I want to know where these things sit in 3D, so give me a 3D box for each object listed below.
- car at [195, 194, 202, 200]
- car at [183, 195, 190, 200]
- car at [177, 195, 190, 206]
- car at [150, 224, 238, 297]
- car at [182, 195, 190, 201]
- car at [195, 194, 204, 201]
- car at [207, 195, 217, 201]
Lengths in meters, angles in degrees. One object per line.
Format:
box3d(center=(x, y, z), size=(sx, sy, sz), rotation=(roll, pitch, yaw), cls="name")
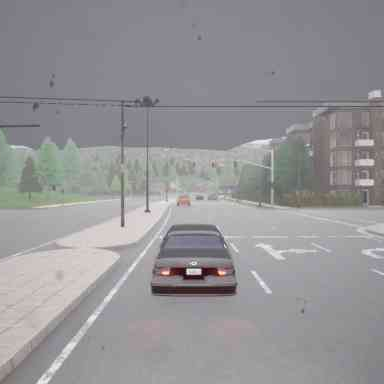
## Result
box3d(center=(1.943, 1.472, 95.625), size=(1.837, 1.490, 4.892), rotation=(0, 0, 0), cls="car")
box3d(center=(-1.557, 1.571, 95.653), size=(1.895, 1.301, 4.718), rotation=(0, 0, 0), cls="car")
box3d(center=(-1.364, 1.352, 54.513), size=(2.097, 1.767, 4.553), rotation=(0, 0, -1), cls="car")
box3d(center=(0.041, 1.547, 8.768), size=(2.033, 1.411, 5.357), rotation=(0, 0, 0), cls="car")
box3d(center=(-1.532, 1.523, 85.338), size=(1.812, 1.442, 4.674), rotation=(0, 0, 0), cls="car")
box3d(center=(1.967, 1.477, 85.377), size=(1.882, 1.535, 5.008), rotation=(0, 0, 0), cls="car")
box3d(center=(5.467, 1.539, 85.385), size=(2.033, 1.411, 5.357), rotation=(0, 0, 0), cls="car")
